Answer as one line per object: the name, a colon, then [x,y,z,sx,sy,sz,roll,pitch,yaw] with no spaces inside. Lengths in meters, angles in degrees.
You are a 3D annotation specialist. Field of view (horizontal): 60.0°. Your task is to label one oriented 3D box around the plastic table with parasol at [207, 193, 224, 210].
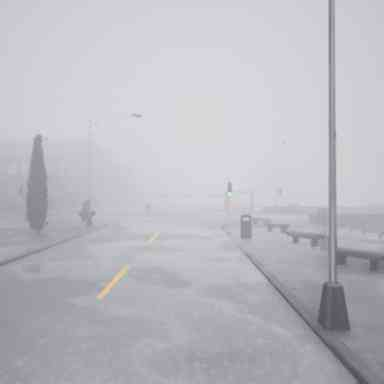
plastic table with parasol: [3.581,1.433,50.759,2.482,2.480,2.482,0,-1,0]
